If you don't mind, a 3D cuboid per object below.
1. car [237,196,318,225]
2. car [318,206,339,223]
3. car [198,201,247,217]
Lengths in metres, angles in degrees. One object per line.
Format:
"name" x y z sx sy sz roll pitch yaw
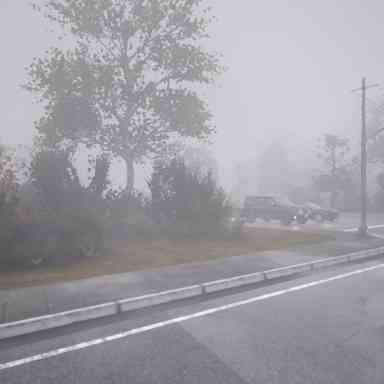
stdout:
"car" 6.201 1.316 25.101 2.150 2.045 5.566 0 -1 -37
"car" 9.236 1.566 26.845 1.882 1.535 5.008 0 -1 -39
"car" 3.049 1.706 34.156 1.882 1.535 5.008 0 -1 -43
